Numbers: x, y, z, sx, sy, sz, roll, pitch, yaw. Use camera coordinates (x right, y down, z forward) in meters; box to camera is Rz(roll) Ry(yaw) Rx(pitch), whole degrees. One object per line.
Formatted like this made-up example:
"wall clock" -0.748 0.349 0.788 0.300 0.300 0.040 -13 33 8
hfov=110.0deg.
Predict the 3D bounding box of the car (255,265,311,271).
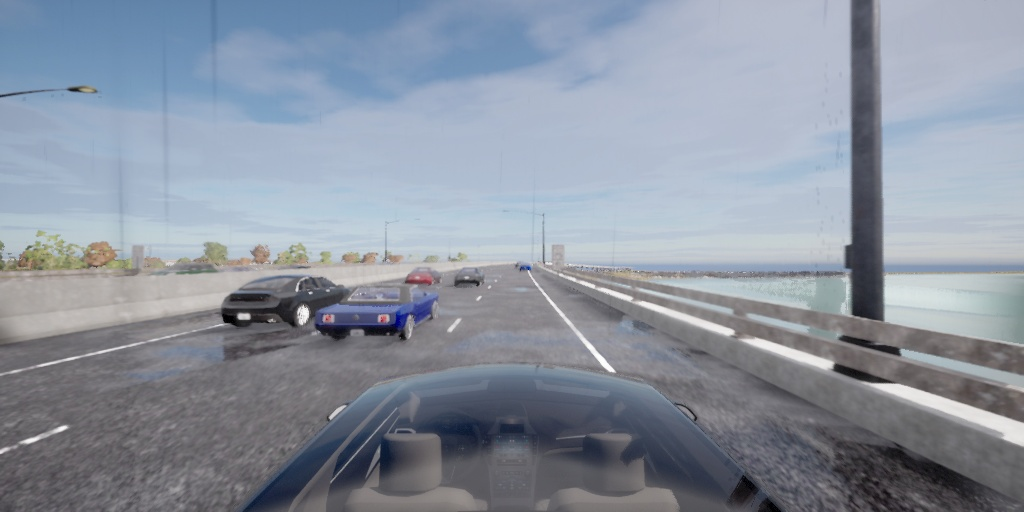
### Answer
"car" -17.385 1.485 28.161 1.837 1.490 4.892 0 -1 1

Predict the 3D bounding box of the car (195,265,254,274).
"car" -20.900 1.534 27.117 1.994 1.385 4.181 0 -1 1

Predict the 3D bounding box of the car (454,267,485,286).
"car" -3.199 1.543 27.627 1.994 1.385 4.181 0 -1 1

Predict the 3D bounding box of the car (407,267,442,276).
"car" -6.700 1.542 27.606 1.994 1.385 4.181 0 -1 1

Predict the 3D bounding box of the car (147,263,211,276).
"car" -24.406 1.317 26.784 2.097 1.767 4.553 0 0 1

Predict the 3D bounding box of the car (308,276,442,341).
"car" -3.377 1.422 10.091 1.895 1.301 4.718 0 0 0

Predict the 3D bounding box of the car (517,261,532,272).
"car" 2.128 1.744 57.401 1.882 1.535 5.008 0 -1 2

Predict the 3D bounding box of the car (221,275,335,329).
"car" -6.867 1.338 11.636 1.837 1.490 4.892 0 0 0
